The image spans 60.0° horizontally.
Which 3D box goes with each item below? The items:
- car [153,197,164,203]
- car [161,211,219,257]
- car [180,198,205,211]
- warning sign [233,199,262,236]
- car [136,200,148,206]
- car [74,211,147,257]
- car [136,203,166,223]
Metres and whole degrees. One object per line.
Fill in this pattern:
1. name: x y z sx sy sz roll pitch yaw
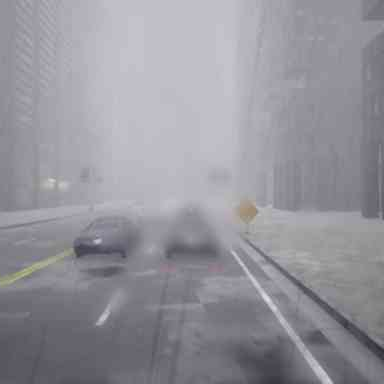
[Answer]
1. car: -6.515 2.214 64.985 1.994 1.385 4.181 0 -1 0
2. car: 0.017 1.699 13.518 1.994 1.385 4.181 0 0 0
3. car: 0.018 1.635 28.430 2.097 1.767 4.553 0 -1 0
4. warning sign: 2.851 1.287 17.244 1.300 1.860 1.060 0 0 0
5. car: -9.757 2.251 64.881 1.895 1.301 4.718 0 -1 0
6. car: -3.231 1.700 13.544 1.994 1.385 4.181 0 0 0
7. car: -3.235 1.883 28.252 1.895 1.301 4.718 0 -1 0
